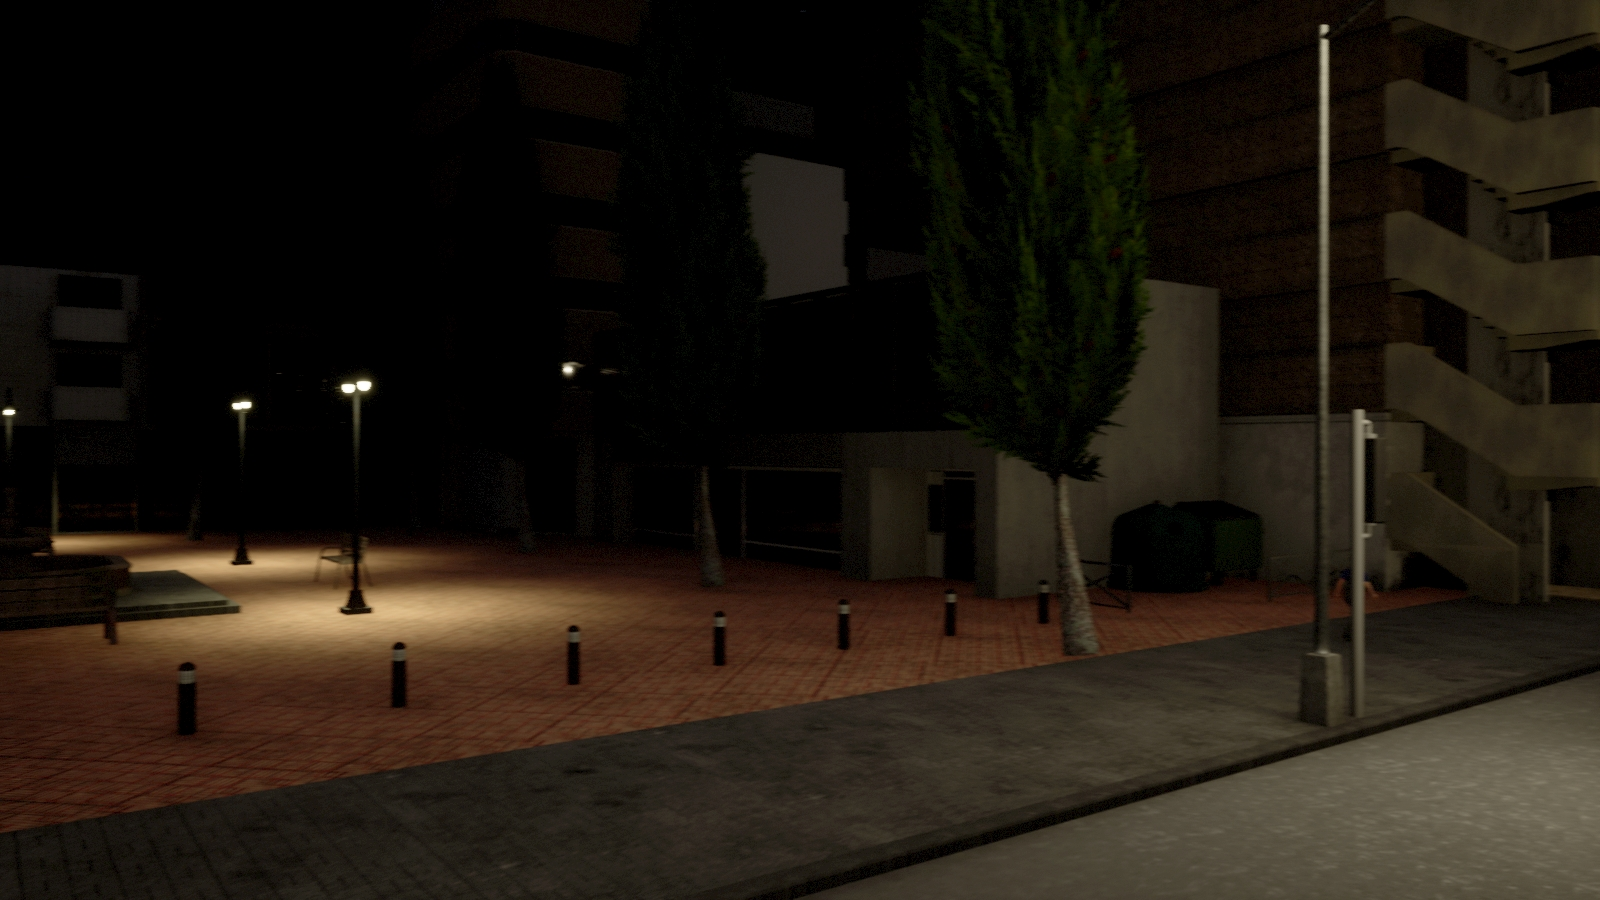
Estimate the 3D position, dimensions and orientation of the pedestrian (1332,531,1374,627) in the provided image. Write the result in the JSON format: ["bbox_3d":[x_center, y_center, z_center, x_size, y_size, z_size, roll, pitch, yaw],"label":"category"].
[{"bbox_3d":[7.827,1.816,16.175,0.375,1.300,0.375,0,0,-25],"label":"pedestrian"}]
